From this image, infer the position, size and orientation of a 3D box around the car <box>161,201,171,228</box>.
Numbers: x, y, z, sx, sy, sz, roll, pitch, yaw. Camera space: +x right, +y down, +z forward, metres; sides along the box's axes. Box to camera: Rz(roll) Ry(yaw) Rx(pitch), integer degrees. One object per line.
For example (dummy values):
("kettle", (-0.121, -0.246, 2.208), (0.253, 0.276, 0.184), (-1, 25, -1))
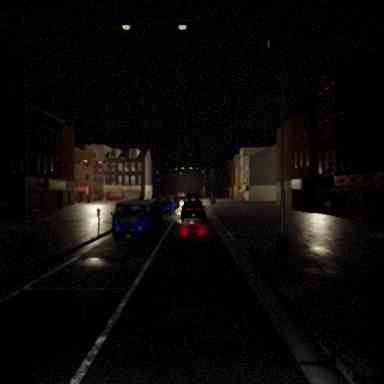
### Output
("car", (-2.637, 1.497, 21.223), (1.947, 1.339, 4.313), (0, 0, 0))

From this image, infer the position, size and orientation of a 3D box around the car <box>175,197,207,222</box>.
("car", (0.095, 1.411, 25.452), (2.128, 1.511, 4.902), (0, 0, 0))

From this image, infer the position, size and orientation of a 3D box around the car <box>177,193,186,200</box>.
("car", (-2.624, 1.100, 85.656), (2.192, 1.841, 5.009), (0, 0, 0))

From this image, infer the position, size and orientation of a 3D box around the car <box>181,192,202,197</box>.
("car", (0.103, 1.097, 41.114), (2.150, 2.045, 5.566), (0, 0, -1))

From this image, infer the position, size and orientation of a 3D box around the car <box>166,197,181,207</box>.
("car", (-2.631, 1.402, 48.392), (1.887, 1.381, 4.507), (0, 0, 0))

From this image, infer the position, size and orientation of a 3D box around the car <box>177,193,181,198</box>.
("car", (-2.634, 1.186, 42.958), (2.192, 1.841, 5.009), (0, 0, 0))

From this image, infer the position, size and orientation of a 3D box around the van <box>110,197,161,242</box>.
("van", (-2.640, 1.289, 15.789), (1.690, 1.788, 3.998), (0, 0, 0))

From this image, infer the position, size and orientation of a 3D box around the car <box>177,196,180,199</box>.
("car", (-2.633, 1.429, 37.525), (1.887, 1.381, 4.507), (0, 0, 0))

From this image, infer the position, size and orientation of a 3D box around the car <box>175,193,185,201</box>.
("car", (-2.626, 1.118, 74.802), (2.192, 1.841, 5.009), (0, 0, 0))

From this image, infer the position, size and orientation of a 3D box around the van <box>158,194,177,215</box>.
("van", (-2.636, 1.241, 32.090), (1.690, 1.788, 3.998), (0, 0, 0))
